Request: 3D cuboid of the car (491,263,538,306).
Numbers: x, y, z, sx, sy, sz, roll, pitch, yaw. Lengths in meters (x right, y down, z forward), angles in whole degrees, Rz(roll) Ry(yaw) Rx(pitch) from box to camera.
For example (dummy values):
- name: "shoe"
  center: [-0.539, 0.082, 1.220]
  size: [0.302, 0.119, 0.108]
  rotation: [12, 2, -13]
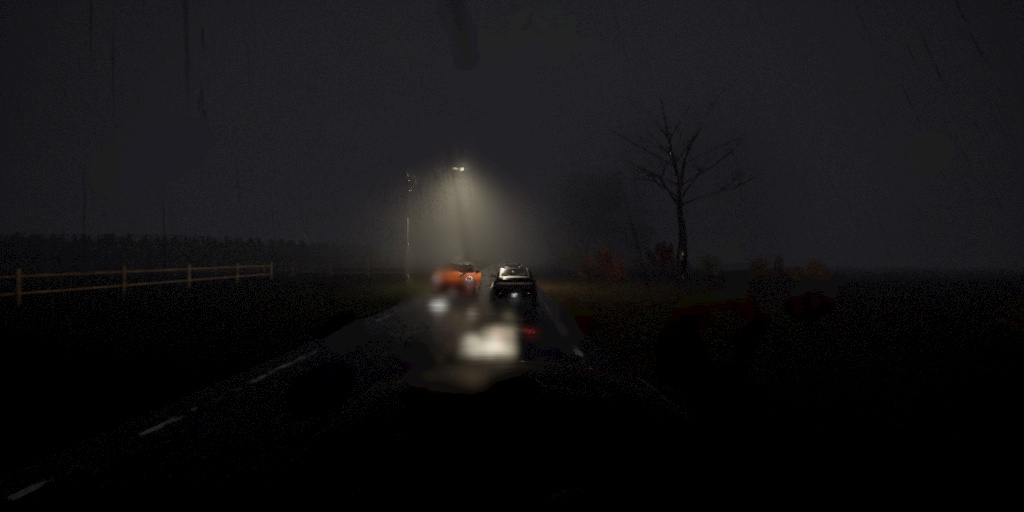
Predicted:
- name: "car"
  center: [0.101, 1.239, 15.679]
  size: [2.128, 1.511, 4.902]
  rotation: [0, 0, 0]

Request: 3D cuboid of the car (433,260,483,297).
- name: "car"
  center: [-2.749, 1.099, 18.920]
  size: [2.097, 1.767, 4.553]
  rotation: [0, 0, 0]

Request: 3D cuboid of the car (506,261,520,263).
- name: "car"
  center: [0.103, 1.246, 35.602]
  size: [2.128, 1.511, 4.902]
  rotation: [0, 0, 0]
